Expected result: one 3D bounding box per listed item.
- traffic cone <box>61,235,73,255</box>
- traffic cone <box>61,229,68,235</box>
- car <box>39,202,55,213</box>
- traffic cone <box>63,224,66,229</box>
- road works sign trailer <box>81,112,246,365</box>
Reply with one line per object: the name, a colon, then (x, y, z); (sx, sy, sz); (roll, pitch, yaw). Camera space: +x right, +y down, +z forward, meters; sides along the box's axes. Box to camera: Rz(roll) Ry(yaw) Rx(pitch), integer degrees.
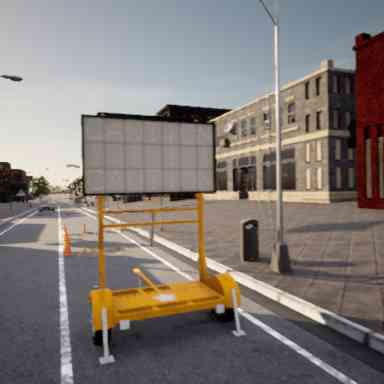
traffic cone: (-4.519, 1.966, 12.059); (0.340, 0.580, 0.340); (-1, 0, -22)
traffic cone: (-5.267, 1.970, 13.913); (0.340, 0.580, 0.340); (-1, 0, -22)
car: (-20.344, 2.137, 46.689); (1.994, 1.385, 4.181); (-1, -1, -22)
traffic cone: (-6.015, 1.974, 15.769); (0.340, 0.580, 0.340); (-1, 0, -22)
road works sign trailer: (-0.746, 0.438, 6.036); (2.380, 3.560, 2.880); (-1, 0, -22)
